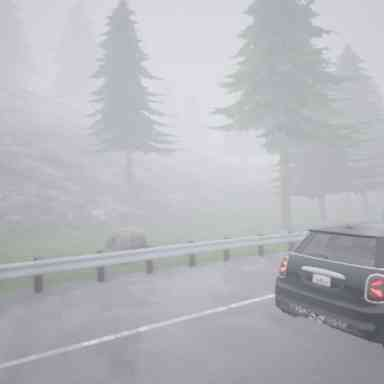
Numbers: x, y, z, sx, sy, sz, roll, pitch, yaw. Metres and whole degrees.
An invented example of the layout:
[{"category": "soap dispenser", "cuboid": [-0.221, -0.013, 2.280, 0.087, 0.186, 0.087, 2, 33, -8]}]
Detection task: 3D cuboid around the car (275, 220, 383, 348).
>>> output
[{"category": "car", "cuboid": [3.705, 1.347, 6.204, 4.553, 1.767, 2.097, 0, 0, -34]}]
